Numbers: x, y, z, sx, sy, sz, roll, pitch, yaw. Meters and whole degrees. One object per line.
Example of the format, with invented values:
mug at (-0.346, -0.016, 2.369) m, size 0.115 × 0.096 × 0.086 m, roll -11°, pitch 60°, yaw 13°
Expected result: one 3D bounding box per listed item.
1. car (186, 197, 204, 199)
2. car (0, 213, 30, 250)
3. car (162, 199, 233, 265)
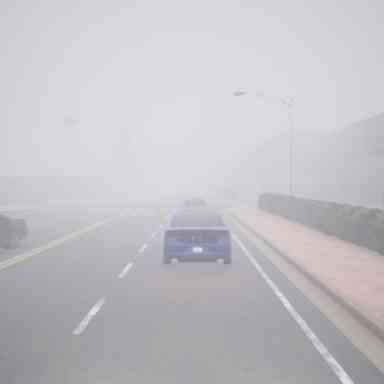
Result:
car at (0.183, 1.029, 21.523) m, size 1.994 × 1.385 × 4.181 m, roll 0°, pitch 1°, yaw 1°
car at (-6.967, 1.293, 10.017) m, size 2.033 × 1.411 × 5.357 m, roll 0°, pitch 1°, yaw 0°
car at (0.150, 1.210, 10.699) m, size 1.882 × 1.535 × 5.008 m, roll 0°, pitch 2°, yaw 0°
